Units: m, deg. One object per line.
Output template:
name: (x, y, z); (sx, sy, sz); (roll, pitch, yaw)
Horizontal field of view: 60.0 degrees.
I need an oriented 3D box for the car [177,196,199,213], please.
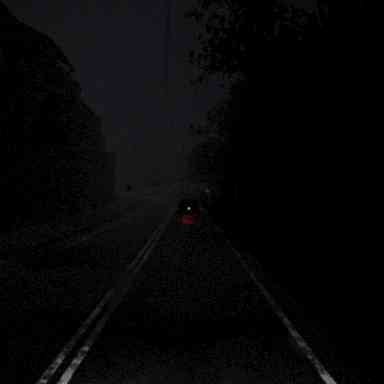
car: (-0.348, 1.200, 32.493); (1.837, 1.490, 4.892); (0, 1, -1)
